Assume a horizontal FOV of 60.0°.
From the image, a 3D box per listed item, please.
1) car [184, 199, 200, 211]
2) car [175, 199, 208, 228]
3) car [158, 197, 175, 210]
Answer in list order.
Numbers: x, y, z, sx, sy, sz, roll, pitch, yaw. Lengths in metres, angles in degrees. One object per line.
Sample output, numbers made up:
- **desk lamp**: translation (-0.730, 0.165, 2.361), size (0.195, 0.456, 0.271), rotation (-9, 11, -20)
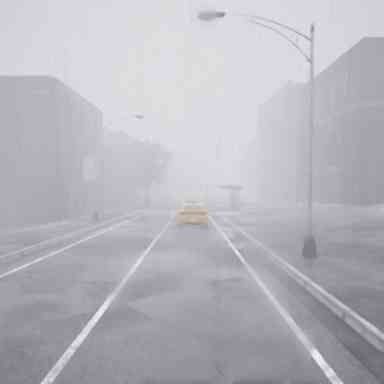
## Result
- **car**: translation (0.010, 1.626, 42.622), size (1.994, 1.385, 4.181), rotation (0, 0, 0)
- **car**: translation (0.061, 1.491, 22.389), size (1.882, 1.535, 5.008), rotation (0, 0, 0)
- **car**: translation (-3.337, 1.414, 44.311), size (2.097, 1.767, 4.553), rotation (0, 0, 1)
